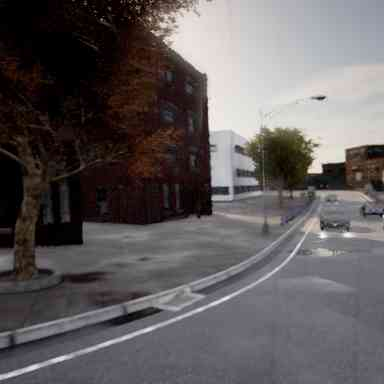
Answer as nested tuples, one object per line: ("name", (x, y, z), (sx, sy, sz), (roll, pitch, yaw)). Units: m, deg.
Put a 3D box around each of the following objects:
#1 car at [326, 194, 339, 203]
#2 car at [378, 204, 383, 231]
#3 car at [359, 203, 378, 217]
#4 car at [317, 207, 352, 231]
("car", (25.544, 1.088, 60.605), (2.128, 1.511, 4.902), (-2, 2, 23))
("car", (11.434, 1.389, 17.273), (2.150, 2.045, 5.566), (-2, -1, 23))
("car", (18.891, 1.865, 35.102), (2.033, 1.411, 5.357), (-2, 0, 23))
("car", (10.019, 1.862, 23.395), (1.837, 1.490, 4.892), (-2, -2, 23))
